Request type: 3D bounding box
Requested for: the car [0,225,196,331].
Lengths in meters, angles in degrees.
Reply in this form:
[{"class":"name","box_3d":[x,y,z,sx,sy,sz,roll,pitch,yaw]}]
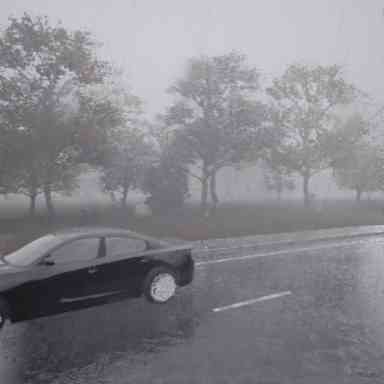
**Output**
[{"class":"car","box_3d":[-2.280,1.457,6.524,5.008,1.535,1.882,0,0,-34]}]
